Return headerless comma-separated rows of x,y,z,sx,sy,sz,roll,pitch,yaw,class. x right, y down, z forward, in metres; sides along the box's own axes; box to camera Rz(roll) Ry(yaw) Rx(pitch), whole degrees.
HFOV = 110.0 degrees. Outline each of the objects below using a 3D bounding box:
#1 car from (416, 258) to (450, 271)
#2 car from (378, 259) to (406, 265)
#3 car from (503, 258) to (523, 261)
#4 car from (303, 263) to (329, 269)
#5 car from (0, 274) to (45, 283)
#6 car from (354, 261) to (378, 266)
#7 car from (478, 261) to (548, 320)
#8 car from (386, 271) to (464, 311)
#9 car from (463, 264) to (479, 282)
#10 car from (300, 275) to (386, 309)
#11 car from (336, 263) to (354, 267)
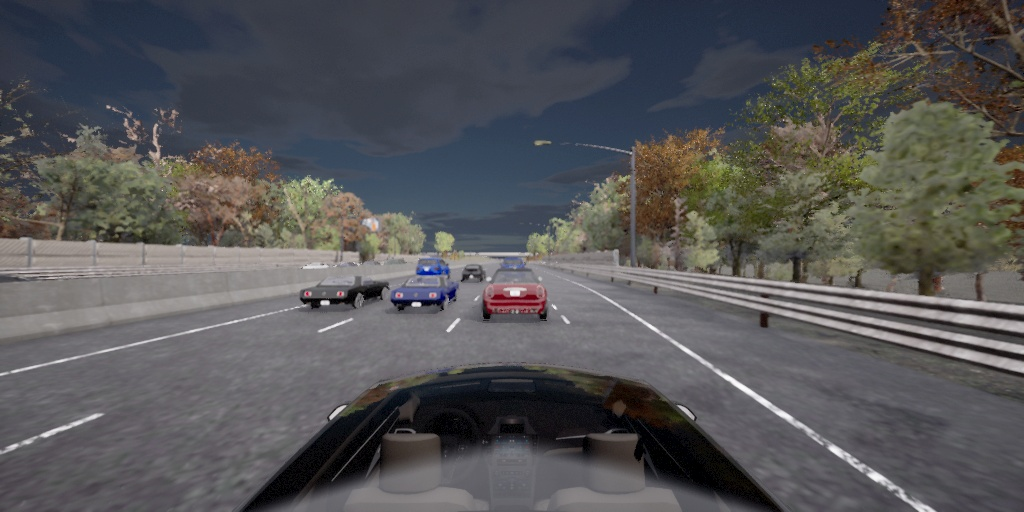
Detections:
-6.918,1.219,31.740,2.150,2.045,5.566,0,-1,0,car
-17.589,1.417,53.735,2.150,2.045,5.566,0,0,0,car
0.082,1.218,31.792,2.150,2.045,5.566,0,-1,0,car
-28.086,1.703,51.556,1.812,1.442,4.674,0,-1,0,car
-17.605,1.332,11.289,1.837,1.490,4.892,0,0,0,car
-21.091,1.545,53.333,2.097,1.767,4.553,0,-1,0,car
0.093,1.193,13.221,2.097,1.767,4.553,0,0,0,car
-3.406,1.456,15.007,1.895,1.301,4.718,0,0,0,car
-3.417,1.510,32.687,1.837,1.490,4.892,0,-1,0,car
-6.906,1.461,15.473,1.895,1.301,4.718,0,0,0,car
-24.585,1.741,53.349,2.033,1.411,5.357,0,-1,1,car
